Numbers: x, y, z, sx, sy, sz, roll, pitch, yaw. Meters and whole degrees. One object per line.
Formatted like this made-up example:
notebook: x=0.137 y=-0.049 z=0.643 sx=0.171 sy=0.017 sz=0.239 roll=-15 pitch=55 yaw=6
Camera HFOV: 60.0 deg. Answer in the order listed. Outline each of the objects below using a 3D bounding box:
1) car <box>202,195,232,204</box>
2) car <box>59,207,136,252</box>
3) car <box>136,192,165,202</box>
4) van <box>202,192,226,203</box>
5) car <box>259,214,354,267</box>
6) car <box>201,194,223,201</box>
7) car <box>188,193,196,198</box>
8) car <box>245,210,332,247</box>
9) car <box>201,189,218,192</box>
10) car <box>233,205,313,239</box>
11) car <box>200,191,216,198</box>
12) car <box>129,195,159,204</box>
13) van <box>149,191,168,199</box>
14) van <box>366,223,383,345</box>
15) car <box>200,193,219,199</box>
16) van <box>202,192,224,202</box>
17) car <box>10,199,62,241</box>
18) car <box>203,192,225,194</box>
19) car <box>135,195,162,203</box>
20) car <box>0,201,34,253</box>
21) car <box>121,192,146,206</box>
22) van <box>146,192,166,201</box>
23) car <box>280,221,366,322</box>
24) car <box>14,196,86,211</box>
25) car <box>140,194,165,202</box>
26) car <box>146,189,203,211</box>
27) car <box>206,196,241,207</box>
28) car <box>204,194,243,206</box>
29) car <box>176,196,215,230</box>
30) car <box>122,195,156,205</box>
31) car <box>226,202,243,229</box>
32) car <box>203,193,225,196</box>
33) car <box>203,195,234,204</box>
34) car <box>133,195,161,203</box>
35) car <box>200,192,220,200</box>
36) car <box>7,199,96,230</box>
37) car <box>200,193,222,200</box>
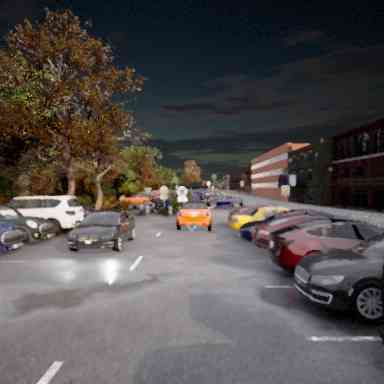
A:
car: x=4.335 y=1.249 z=57.785 sx=5.008 sy=1.535 sz=2.097 roll=0 pitch=0 yaw=0
car: x=-3.579 y=1.504 z=13.957 sx=1.837 sy=1.490 sz=4.892 roll=0 pitch=0 yaw=0
car: x=-8.192 y=0.981 z=66.113 sx=5.566 sy=2.045 sz=2.435 roll=0 pitch=0 yaw=0
van: x=4.234 y=1.012 z=63.436 sx=4.442 sy=1.987 sz=1.878 roll=0 pitch=0 yaw=0
car: x=4.562 y=1.508 z=9.331 sx=4.792 sy=1.488 sz=2.163 roll=0 pitch=0 yaw=0
car: x=4.364 y=1.232 z=71.927 sx=4.674 sy=1.452 sz=2.002 roll=0 pitch=1 yaw=0
car: x=-0.021 y=0.925 z=86.478 sx=1.895 sy=1.301 sz=4.718 roll=0 pitch=1 yaw=0
car: x=4.528 y=1.518 z=12.114 sx=4.674 sy=1.452 sz=2.002 roll=0 pitch=0 yaw=0
car: x=4.374 y=0.992 z=60.611 sx=5.566 sy=2.045 sz=2.435 roll=0 pitch=0 yaw=0
car: x=4.499 y=1.507 z=14.897 sx=4.792 sy=1.488 sz=2.163 roll=0 pitch=0 yaw=0
car: x=4.372 y=0.682 z=91.709 sx=4.553 sy=1.767 sz=2.185 roll=0 pitch=1 yaw=0
car: x=-8.244 y=1.251 z=57.768 sx=4.892 sy=1.521 sz=2.231 roll=0 pitch=0 yaw=0
van: x=-8.300 y=0.751 z=83.194 sx=4.442 sy=1.987 sz=1.878 roll=0 pitch=1 yaw=0
van: x=4.653 y=1.253 z=3.640 sx=4.442 sy=1.987 sz=1.878 roll=0 pitch=0 yaw=0
car: x=4.385 y=1.015 z=83.237 sx=4.674 sy=1.452 sz=2.002 roll=0 pitch=1 yaw=0
van: x=4.245 y=0.997 z=68.967 sx=4.442 sy=1.987 sz=1.878 roll=0 pitch=0 yaw=0
car: x=-8.583 y=1.353 z=14.762 sx=4.553 sy=1.767 sz=2.185 roll=0 pitch=0 yaw=0
car: x=4.144 y=1.258 z=52.134 sx=5.366 sy=1.575 sz=1.946 roll=0 pitch=0 yaw=0
car: x=-8.196 y=1.268 z=63.290 sx=4.792 sy=1.488 sz=2.163 roll=0 pitch=0 yaw=0
car: x=-8.581 y=1.353 z=11.977 sx=4.553 sy=1.767 sz=2.185 roll=0 pitch=0 yaw=0
car: x=-8.223 y=1.141 z=49.296 sx=4.553 sy=1.767 sz=2.185 roll=0 pitch=0 yaw=0
van: x=-8.082 y=0.917 z=74.724 sx=4.442 sy=1.987 sz=1.878 roll=0 pitch=1 yaw=0
car: x=4.541 y=1.480 z=6.547 sx=4.892 sy=1.521 sz=2.231 roll=0 pitch=0 yaw=0
car: x=-8.583 y=1.227 z=17.672 sx=5.566 sy=2.045 sz=2.435 roll=0 pitch=0 yaw=0
car: x=-8.209 y=1.223 z=68.949 sx=5.008 sy=1.535 sz=2.097 roll=0 pitch=0 yaw=0
car: x=-1.984 y=1.050 z=37.143 sx=5.566 sy=2.045 sz=2.150 roll=0 pitch=-1 yaw=-4
car: x=4.317 y=1.312 z=46.483 sx=4.674 sy=1.452 sz=2.002 roll=0 pitch=0 yaw=0
car: x=4.285 y=1.308 z=43.656 sx=4.792 sy=1.488 sz=2.163 roll=0 pitch=0 yaw=0
car: x=0.222 y=1.350 z=21.368 sx=2.097 sy=1.767 sz=4.553 roll=0 pitch=0 yaw=3
car: x=-8.244 y=1.261 z=51.996 sx=5.008 sy=1.535 sz=2.097 roll=0 pitch=0 yaw=0
car: x=4.711 y=1.474 z=17.680 sx=5.366 sy=1.575 sz=1.946 roll=0 pitch=0 yaw=0
car: x=4.322 y=1.307 z=49.308 sx=4.674 sy=1.452 sz=2.002 roll=0 pitch=0 yaw=0
car: x=4.340 y=1.255 z=54.960 sx=5.008 sy=1.535 sz=2.097 roll=0 pitch=0 yaw=0
car: x=-8.202 y=1.274 z=60.466 sx=4.792 sy=1.488 sz=2.163 roll=0 pitch=0 yaw=0
car: x=4.351 y=0.905 z=80.408 sx=4.553 sy=1.767 sz=2.185 roll=0 pitch=1 yaw=0
car: x=-8.525 y=1.352 z=20.458 sx=4.553 sy=1.767 sz=2.185 roll=0 pitch=0 yaw=0
car: x=4.383 y=1.086 z=77.586 sx=5.008 sy=1.535 sz=2.097 roll=0 pitch=1 yaw=0
